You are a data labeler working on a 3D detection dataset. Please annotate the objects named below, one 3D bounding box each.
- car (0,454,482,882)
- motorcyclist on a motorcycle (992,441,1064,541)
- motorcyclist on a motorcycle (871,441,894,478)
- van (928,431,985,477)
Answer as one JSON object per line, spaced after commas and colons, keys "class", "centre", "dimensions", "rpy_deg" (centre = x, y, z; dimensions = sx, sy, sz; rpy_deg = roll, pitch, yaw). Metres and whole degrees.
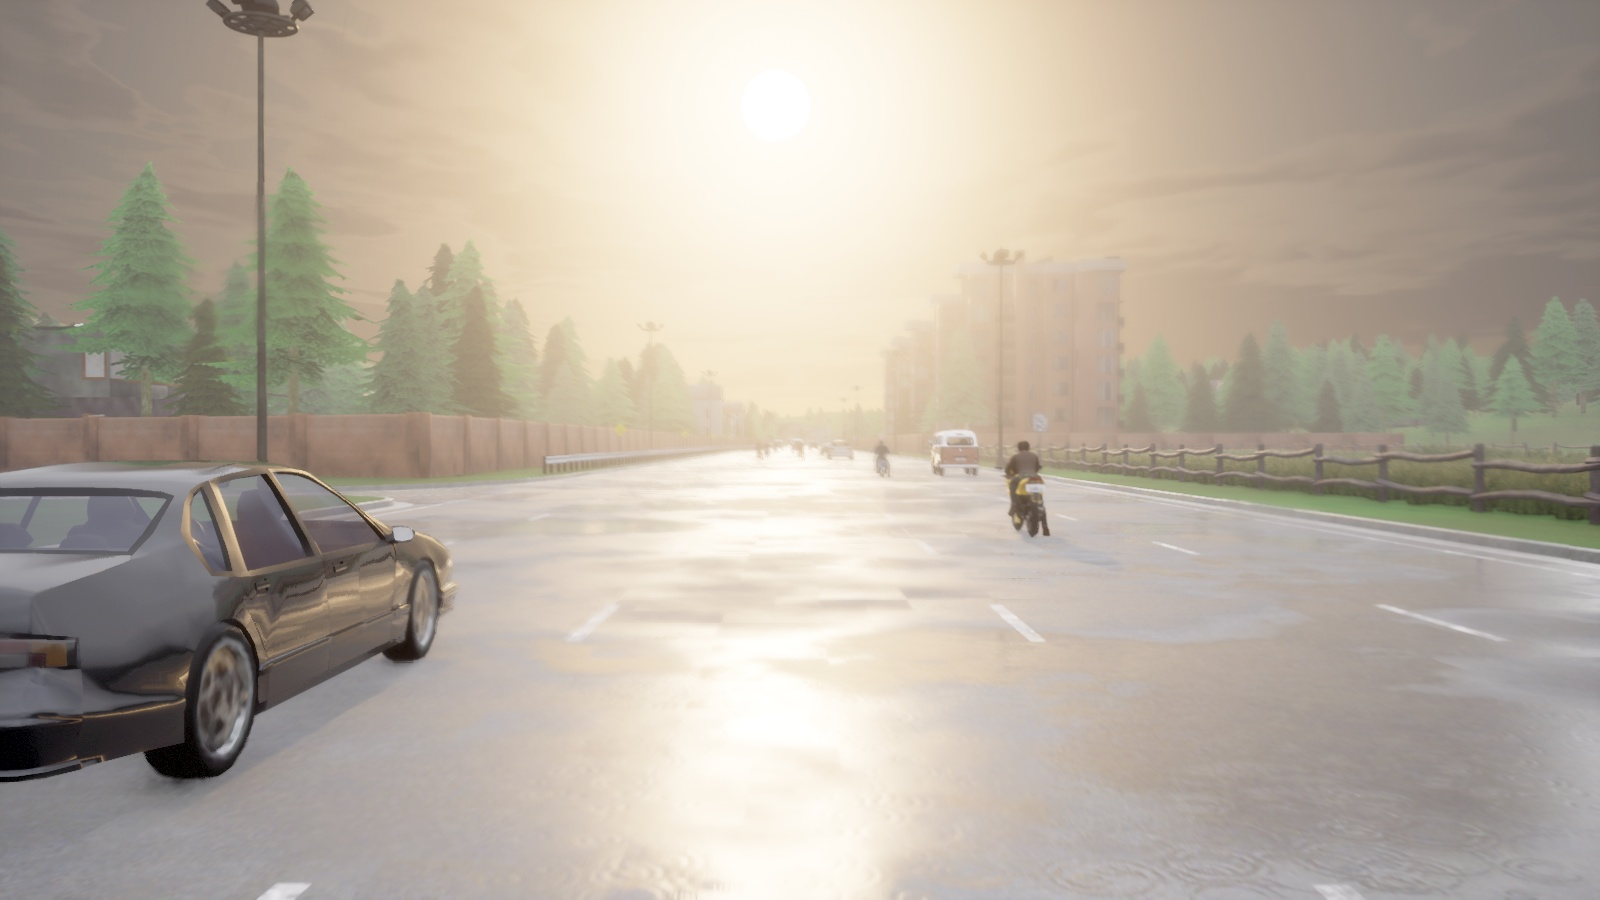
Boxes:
{"class": "car", "centre": [-3.461, 0.752, 6.956], "dimensions": [2.033, 1.411, 5.357], "rpy_deg": [0, 0, 0]}
{"class": "motorcyclist on a motorcycle", "centre": [3.639, 0.616, 20.208], "dimensions": [0.797, 1.523, 2.044], "rpy_deg": [0, 0, 0]}
{"class": "motorcyclist on a motorcycle", "centre": [3.583, 0.392, 54.599], "dimensions": [0.866, 1.590, 1.817], "rpy_deg": [0, 0, 0]}
{"class": "van", "centre": [7.087, 0.152, 57.279], "dimensions": [2.069, 2.038, 4.480], "rpy_deg": [0, 1, 0]}
